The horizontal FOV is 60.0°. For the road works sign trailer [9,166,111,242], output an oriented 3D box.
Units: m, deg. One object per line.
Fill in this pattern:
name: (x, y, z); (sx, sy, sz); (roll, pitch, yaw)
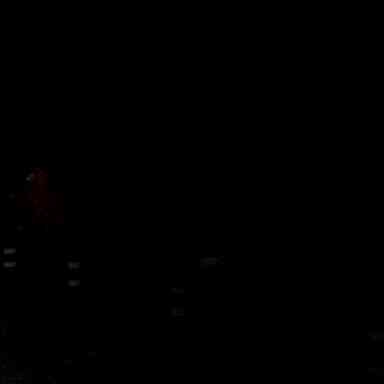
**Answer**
road works sign trailer: (-4.897, 0.813, 12.144); (3.560, 2.880, 2.380); (3, -41, 36)
